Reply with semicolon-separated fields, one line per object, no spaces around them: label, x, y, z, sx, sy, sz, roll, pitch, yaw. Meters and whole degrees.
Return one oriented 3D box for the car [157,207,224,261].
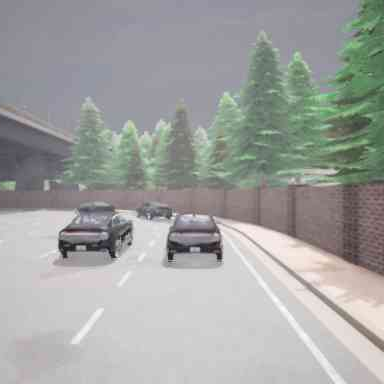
car;0.081;1.509;12.340;2.128;1.511;4.902;0;0;0

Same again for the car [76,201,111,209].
car;-8.559;1.519;29.173;1.882;1.535;5.008;1;-1;-40

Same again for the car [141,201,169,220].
car;-3.383;1.545;28.306;1.837;1.490;4.892;1;-1;-30

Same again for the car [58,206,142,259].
car;-3.418;1.510;12.630;2.128;1.511;4.902;0;0;0
